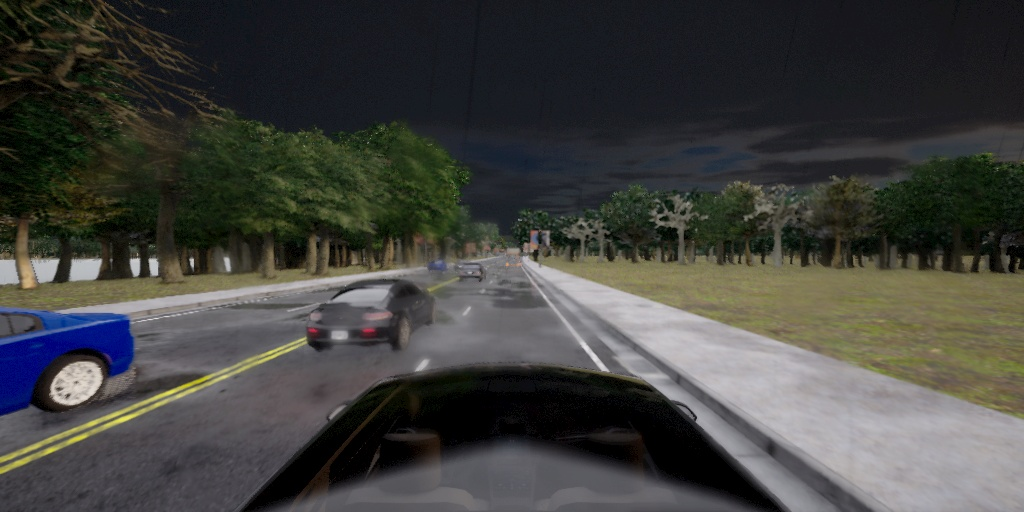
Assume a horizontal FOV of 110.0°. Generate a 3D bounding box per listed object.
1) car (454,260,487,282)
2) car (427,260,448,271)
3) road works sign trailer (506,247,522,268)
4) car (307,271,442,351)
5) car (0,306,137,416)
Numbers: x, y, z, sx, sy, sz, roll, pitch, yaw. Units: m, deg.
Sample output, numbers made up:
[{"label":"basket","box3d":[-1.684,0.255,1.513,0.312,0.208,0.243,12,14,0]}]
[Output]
[{"label":"car","box3d":[-3.130,1.312,29.242,2.033,1.411,5.357,0,0,0]},{"label":"car","box3d":[-9.712,1.258,46.913,1.882,1.535,5.008,0,0,1]},{"label":"road works sign trailer","box3d":[0.235,0.246,63.098,2.380,3.560,2.880,0,0,1]},{"label":"car","box3d":[-3.141,1.278,8.849,1.812,1.442,4.674,0,0,0]},{"label":"car","box3d":[-6.600,1.229,3.243,1.882,1.535,5.008,0,0,0]}]
